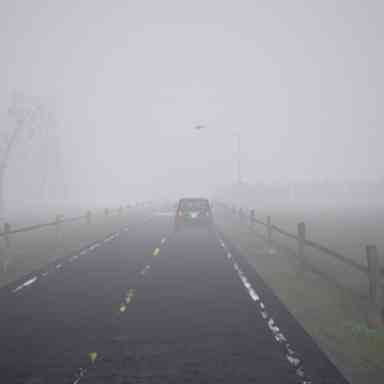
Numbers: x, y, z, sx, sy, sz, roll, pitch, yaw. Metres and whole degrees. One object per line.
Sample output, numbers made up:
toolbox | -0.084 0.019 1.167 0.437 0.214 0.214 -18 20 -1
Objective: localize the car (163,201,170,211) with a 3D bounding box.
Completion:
car | -2.765 1.833 43.505 1.895 1.301 4.718 0 0 0

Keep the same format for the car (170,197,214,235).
car | 0.093 1.323 19.698 2.150 2.045 5.566 0 0 0

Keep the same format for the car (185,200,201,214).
car | 0.087 1.731 38.877 1.812 1.442 4.674 0 0 0
